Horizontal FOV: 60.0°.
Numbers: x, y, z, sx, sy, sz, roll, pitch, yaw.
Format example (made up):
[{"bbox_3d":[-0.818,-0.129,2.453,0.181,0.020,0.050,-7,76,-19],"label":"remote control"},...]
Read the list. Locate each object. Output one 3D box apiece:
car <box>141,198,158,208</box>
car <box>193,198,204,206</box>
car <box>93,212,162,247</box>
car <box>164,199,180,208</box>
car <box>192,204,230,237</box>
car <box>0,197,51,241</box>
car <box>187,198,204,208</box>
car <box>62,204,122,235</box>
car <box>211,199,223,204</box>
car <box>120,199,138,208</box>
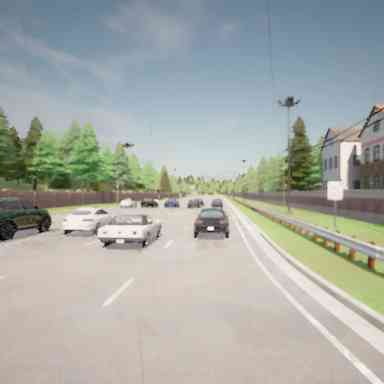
[{"bbox_3d":[-6.611,1.714,52.082,1.882,1.535,5.008,0,0,5],"label":"car"},{"bbox_3d":[1.258,1.824,61.862,1.812,1.442,4.674,0,0,5],"label":"car"},{"bbox_3d":[-2.648,1.670,15.408,1.895,1.301,4.718,0,0,5],"label":"car"},{"bbox_3d":[-3.089,1.769,52.196,1.812,1.442,4.674,0,0,5],"label":"car"},{"bbox_3d":[1.120,1.616,18.476,1.812,1.442,4.674,0,0,5],"label":"car"},{"bbox_3d":[-9.518,1.287,17.223,2.150,2.045,5.566,0,0,5],"label":"car"},{"bbox_3d":[0.363,1.738,51.481,2.128,1.511,4.902,0,0,5],"label":"car"},{"bbox_3d":[-5.835,1.607,19.288,1.812,1.442,4.674,0,0,5],"label":"car"},{"bbox_3d":[3.850,1.800,51.180,2.033,1.411,5.357,0,0,5],"label":"car"},{"bbox_3d":[-10.063,1.758,52.798,1.812,1.442,4.674,0,0,5],"label":"car"}]
